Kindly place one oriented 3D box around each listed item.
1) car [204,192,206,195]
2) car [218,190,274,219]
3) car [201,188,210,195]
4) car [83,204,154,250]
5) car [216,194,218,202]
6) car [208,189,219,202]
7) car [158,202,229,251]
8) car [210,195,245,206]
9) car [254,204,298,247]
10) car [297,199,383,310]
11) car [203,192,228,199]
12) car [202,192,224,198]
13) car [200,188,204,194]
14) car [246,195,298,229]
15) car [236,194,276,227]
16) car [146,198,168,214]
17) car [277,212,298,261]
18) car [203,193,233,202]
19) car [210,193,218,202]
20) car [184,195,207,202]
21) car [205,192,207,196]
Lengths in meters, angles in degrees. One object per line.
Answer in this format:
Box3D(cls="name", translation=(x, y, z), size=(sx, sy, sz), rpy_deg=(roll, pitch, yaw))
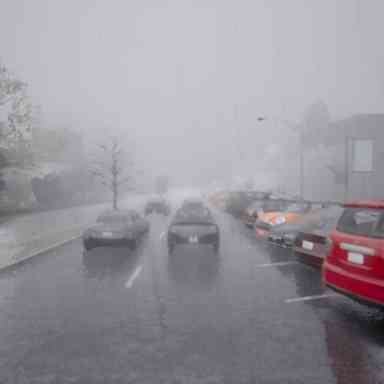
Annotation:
Box3D(cls="car", translation=(5.191, 1.126, 57.235), size=(4.792, 1.488, 2.163), rpy_deg=(1, 0, -20))
Box3D(cls="car", translation=(5.146, 1.001, 24.219), size=(5.566, 2.045, 2.435), rpy_deg=(1, 0, -20))
Box3D(cls="car", translation=(5.198, 0.818, 60.231), size=(5.566, 2.045, 2.435), rpy_deg=(1, 0, -20))
Box3D(cls="car", translation=(-2.920, 1.420, 13.603), size=(1.994, 1.385, 4.181), rpy_deg=(0, 1, 1))
Box3D(cls="car", translation=(5.300, 1.216, 30.272), size=(5.366, 1.575, 1.946), rpy_deg=(1, 0, -20))
Box3D(cls="car", translation=(5.115, 0.939, 36.189), size=(5.566, 2.045, 2.435), rpy_deg=(1, 1, -20))
Box3D(cls="car", translation=(0.076, 1.350, 13.293), size=(2.128, 1.511, 4.902), rpy_deg=(0, 1, 1))
Box3D(cls="car", translation=(5.155, 1.191, 48.211), size=(4.674, 1.452, 2.002), rpy_deg=(1, 1, -20))
Box3D(cls="car", translation=(5.108, 1.357, 12.199), size=(4.892, 1.521, 2.231), rpy_deg=(1, 1, -20))
Box3D(cls="car", translation=(5.120, 1.167, 6.209), size=(5.566, 2.045, 2.435), rpy_deg=(1, 0, -20))
Box3D(cls="car", translation=(5.363, 0.857, 75.307), size=(5.366, 1.575, 1.946), rpy_deg=(0, 1, -20))
Box3D(cls="car", translation=(5.174, 0.778, 81.230), size=(4.792, 1.488, 2.163), rpy_deg=(0, 1, -20))
Box3D(cls="car", translation=(5.160, 0.709, 69.211), size=(5.566, 2.045, 2.435), rpy_deg=(0, 1, -20))
Box3D(cls="car", translation=(5.139, 1.201, 15.208), size=(4.553, 1.767, 2.185), rpy_deg=(1, 1, -20))
Box3D(cls="car", translation=(5.080, 1.173, 18.194), size=(4.553, 1.767, 2.185), rpy_deg=(1, 0, -20))
Box3D(cls="car", translation=(-2.902, 1.248, 28.385), size=(1.837, 1.490, 4.892), rpy_deg=(0, 1, 1))
Box3D(cls="car", translation=(5.122, 1.416, 9.215), size=(4.792, 1.488, 2.163), rpy_deg=(1, 0, -20))
Box3D(cls="car", translation=(5.002, 1.032, 63.162), size=(5.366, 1.575, 1.946), rpy_deg=(1, 1, -20))
Box3D(cls="car", translation=(4.957, 1.196, 33.138), size=(5.366, 1.575, 1.946), rpy_deg=(1, 0, -20))
Box3D(cls="car", translation=(0.097, 1.247, 28.349), size=(1.837, 1.490, 4.892), rpy_deg=(0, 1, 1))
Box3D(cls="car", translation=(5.164, 1.162, 54.210), size=(4.674, 1.452, 2.002), rpy_deg=(1, 1, -20))
